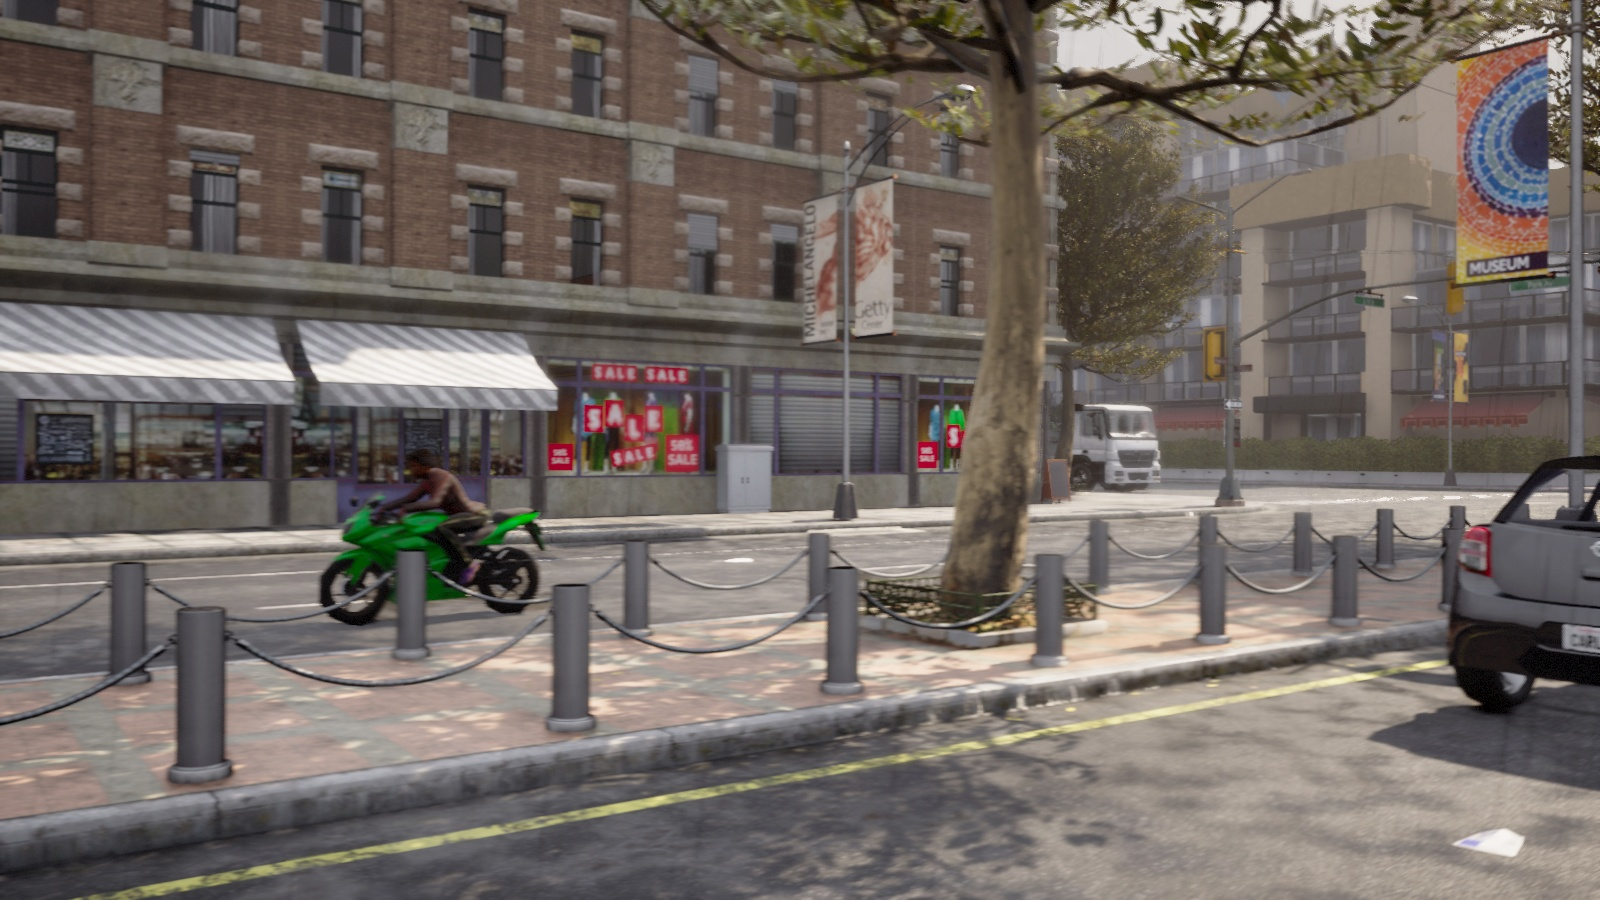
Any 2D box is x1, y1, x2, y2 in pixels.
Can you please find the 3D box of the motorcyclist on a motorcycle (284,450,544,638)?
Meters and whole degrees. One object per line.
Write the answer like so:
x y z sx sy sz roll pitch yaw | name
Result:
-3.372 0.761 11.059 2.044 1.523 0.797 0 0 -35 | motorcyclist on a motorcycle

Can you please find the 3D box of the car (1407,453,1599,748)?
5.507 0.765 7.492 3.633 1.501 1.845 0 0 -35 | car

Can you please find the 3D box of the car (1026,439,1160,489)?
12.377 0.569 53.431 2.150 2.045 5.566 0 0 -35 | car

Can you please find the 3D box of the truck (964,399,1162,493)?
10.332 -0.136 50.254 2.891 3.462 7.936 0 0 -35 | truck
